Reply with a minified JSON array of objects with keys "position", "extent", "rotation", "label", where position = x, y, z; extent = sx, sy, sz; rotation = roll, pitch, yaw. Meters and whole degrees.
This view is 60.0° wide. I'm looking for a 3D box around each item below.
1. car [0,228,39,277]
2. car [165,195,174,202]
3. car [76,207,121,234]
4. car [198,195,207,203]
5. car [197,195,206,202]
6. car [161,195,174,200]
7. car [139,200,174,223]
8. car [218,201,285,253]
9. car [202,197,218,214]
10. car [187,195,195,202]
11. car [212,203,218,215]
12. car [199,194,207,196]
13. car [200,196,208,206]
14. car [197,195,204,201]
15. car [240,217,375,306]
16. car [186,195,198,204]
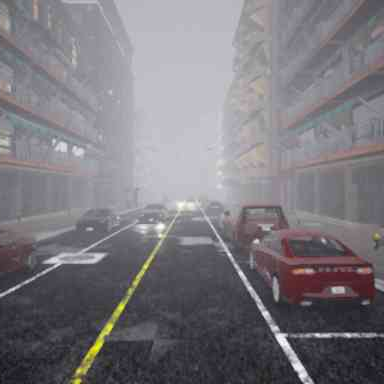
[{"position":[-5.344,1.590,8.292],"extent":[1.802,1.307,4.206],"rotation":[-1,0,0],"label":"car"},{"position":[-5.557,1.521,81.758],"extent":[1.967,1.590,4.097],"rotation":[-1,0,0],"label":"car"},{"position":[-5.377,1.582,19.595],"extent":[1.947,1.339,4.313],"rotation":[-1,0,0],"label":"car"},{"position":[2.374,1.592,53.251],"extent":[2.008,1.369,4.403],"rotation":[-1,0,0],"label":"car"},{"position":[2.328,1.516,81.572],"extent":[1.967,1.590,4.097],"rotation":[-1,0,0],"label":"car"},{"position":[-5.524,1.507,70.455],"extent":[1.967,1.590,4.097],"rotation":[-1,0,0],"label":"car"},{"position":[-2.846,1.566,25.936],"extent":[2.033,1.411,5.357],"rotation":[0,0,1],"label":"car"},{"position":[2.484,1.321,13.600],"extent":[2.192,1.841,5.009],"rotation":[-1,0,0],"label":"car"},{"position":[2.423,1.590,36.257],"extent":[1.947,1.339,4.313],"rotation":[-1,0,0],"label":"car"},{"position":[-0.217,1.453,77.007],"extent":[1.812,1.442,4.674],"rotation":[0,0,0],"label":"car"},{"position":[2.471,1.561,19.264],"extent":[2.008,1.369,4.403],"rotation":[-1,0,0],"label":"car"},{"position":[2.344,1.376,70.244],"extent":[2.192,1.841,5.009],"rotation":[-1,0,0],"label":"car"},{"position":[2.406,1.574,41.922],"extent":[1.887,1.381,4.507],"rotation":[-1,0,0],"label":"car"},{"position":[2.293,1.636,92.900],"extent":[1.887,1.381,4.507],"rotation":[-1,0,0],"label":"car"},{"position":[2.504,1.547,7.936],"extent":[1.887,1.381,4.507],"rotation":[-1,0,0],"label":"car"},{"position":[-0.186,1.664,66.791],"extent":[1.895,1.301,4.718],"rotation":[0,0,0],"label":"car"}]
